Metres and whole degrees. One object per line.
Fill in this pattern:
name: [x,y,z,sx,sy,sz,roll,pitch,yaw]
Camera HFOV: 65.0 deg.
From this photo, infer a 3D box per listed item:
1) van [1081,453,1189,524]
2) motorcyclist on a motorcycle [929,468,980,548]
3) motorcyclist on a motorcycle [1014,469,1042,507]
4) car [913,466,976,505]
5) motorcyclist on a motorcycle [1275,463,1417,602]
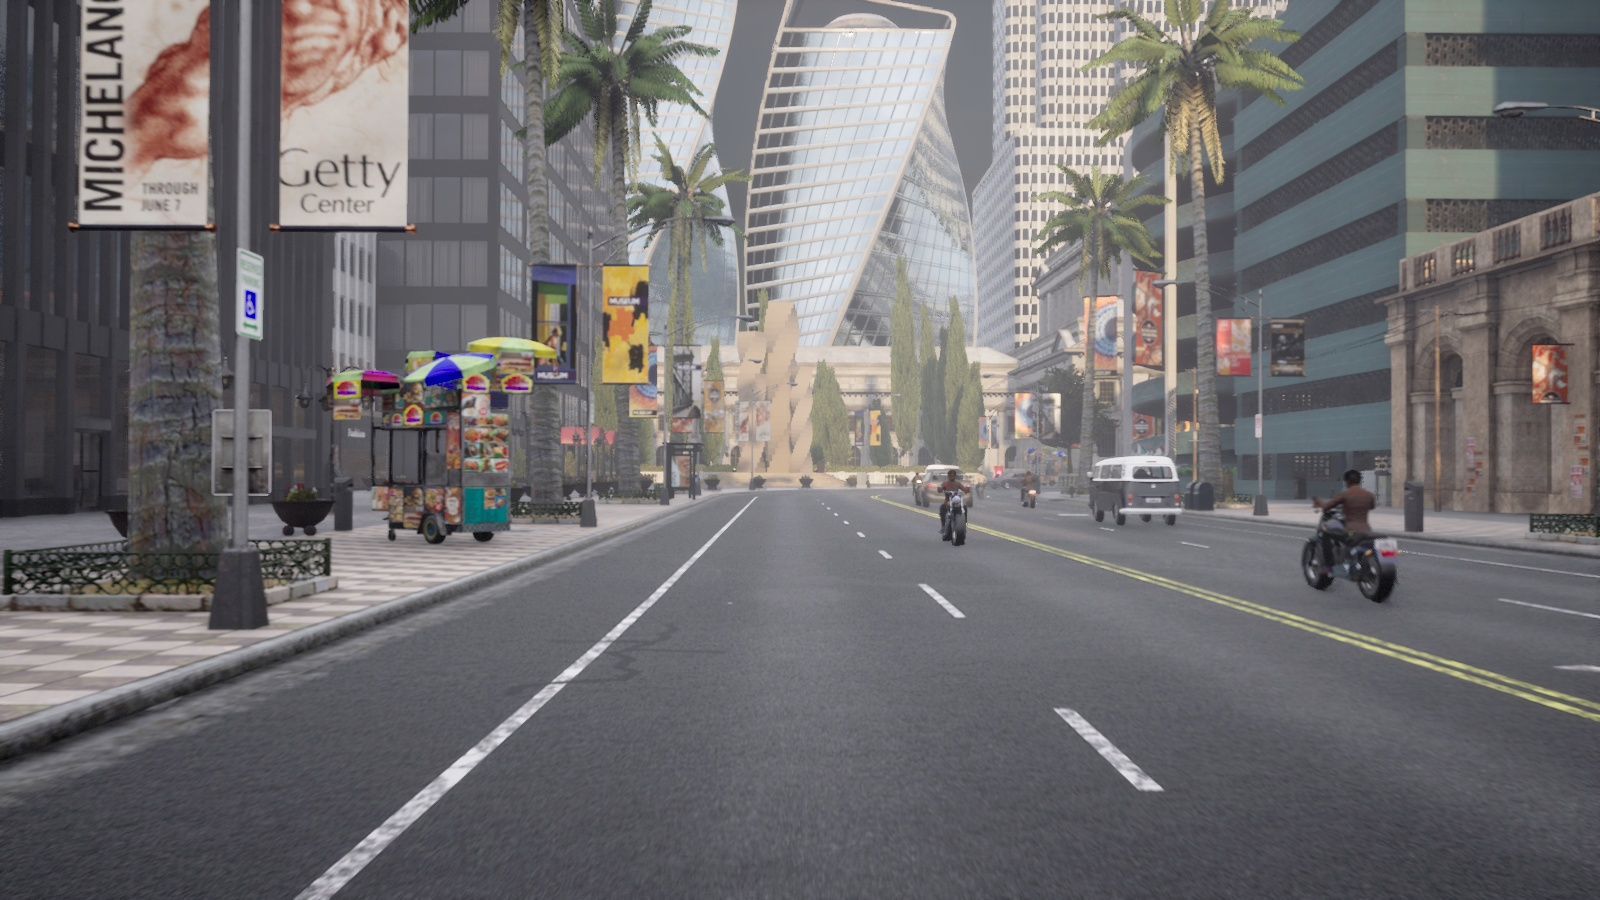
van: [10.164,1.141,38.465,2.069,2.038,4.480,0,-1,-1]
motorcyclist on a motorcycle: [3.318,1.205,27.103,0.766,1.649,2.350,0,-1,-1]
motorcyclist on a motorcycle: [9.942,1.645,54.913,0.766,1.649,2.350,0,-1,-1]
car: [6.420,1.578,56.450,2.242,1.667,4.611,0,-1,-1]
motorcyclist on a motorcycle: [6.961,1.008,16.161,0.766,1.649,2.350,0,-1,-1]
